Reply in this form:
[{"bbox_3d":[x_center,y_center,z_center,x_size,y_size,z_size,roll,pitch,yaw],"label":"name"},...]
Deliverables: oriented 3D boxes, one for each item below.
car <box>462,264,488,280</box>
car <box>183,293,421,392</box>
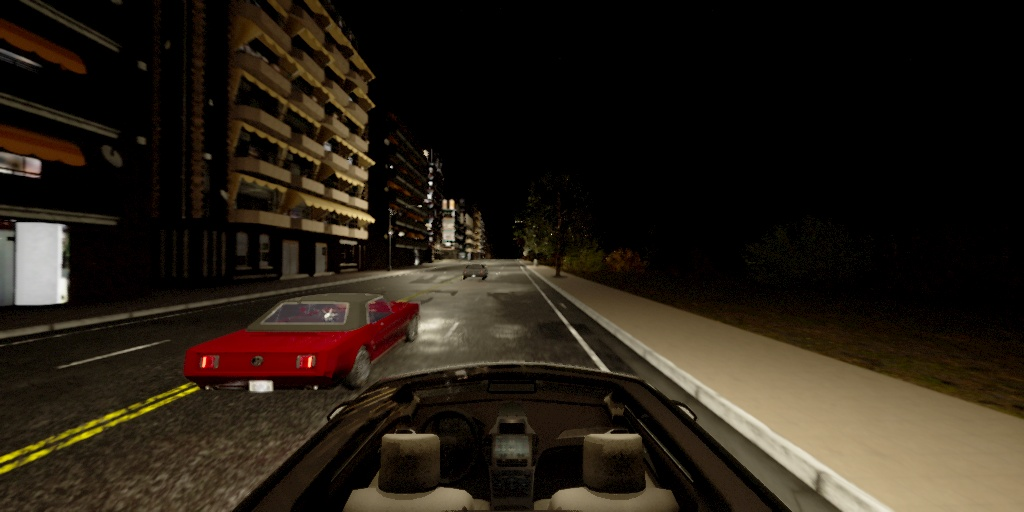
[{"bbox_3d":[-3.145,1.351,31.657,1.895,1.301,4.718,0,0,0],"label":"car"},{"bbox_3d":[-3.150,1.351,6.731,1.895,1.301,4.718,0,0,0],"label":"car"}]
